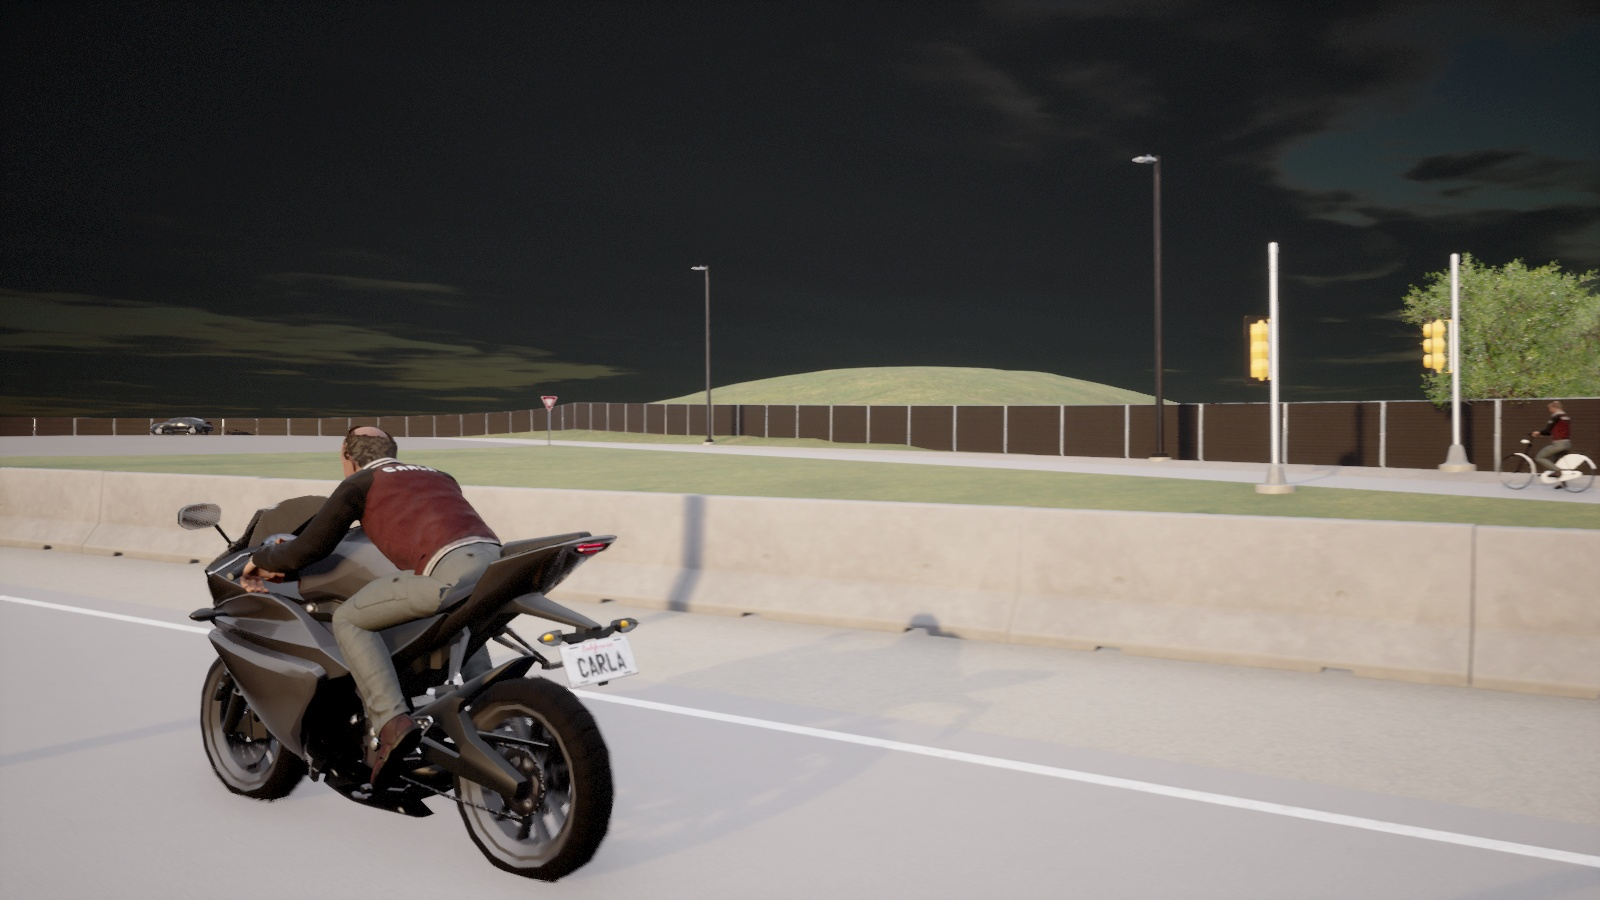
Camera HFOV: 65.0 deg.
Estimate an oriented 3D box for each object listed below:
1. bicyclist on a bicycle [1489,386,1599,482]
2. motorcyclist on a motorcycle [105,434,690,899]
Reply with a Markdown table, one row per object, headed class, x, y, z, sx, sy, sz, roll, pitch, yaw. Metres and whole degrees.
| class | x | y | z | sx | sy | sz | roll | pitch | yaw |
| --- | --- | --- | --- | --- | --- | --- | --- | --- | --- |
| bicyclist on a bicycle | 14.438 | -0.325 | 24.320 | 0.659 | 1.776 | 1.843 | -2 | 2 | -29 |
| motorcyclist on a motorcycle | -1.546 | 0.718 | 4.651 | 2.191 | 1.530 | 0.866 | 0 | 1 | 34 |
